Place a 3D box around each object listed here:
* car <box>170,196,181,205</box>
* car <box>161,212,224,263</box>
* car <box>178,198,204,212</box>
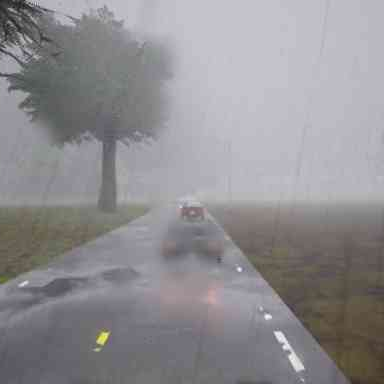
[{"bbox_3d":[-2.801,1.419,59.066,2.097,1.767,4.553,0,0,1],"label":"car"},{"bbox_3d":[0.038,1.612,12.039,1.895,1.301,4.718,0,0,0],"label":"car"},{"bbox_3d":[0.050,1.491,28.781,1.882,1.535,5.008,0,0,0],"label":"car"}]
